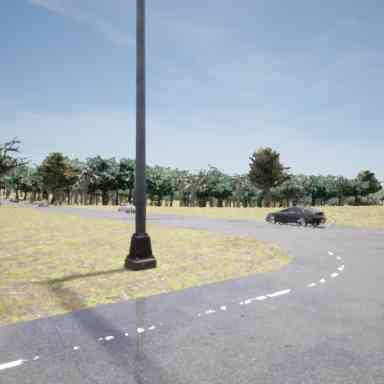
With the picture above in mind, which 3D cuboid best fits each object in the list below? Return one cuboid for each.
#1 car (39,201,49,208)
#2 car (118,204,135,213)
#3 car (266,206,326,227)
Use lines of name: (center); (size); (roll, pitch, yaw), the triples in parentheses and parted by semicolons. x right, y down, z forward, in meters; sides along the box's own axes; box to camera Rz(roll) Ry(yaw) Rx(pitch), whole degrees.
car: (-36.265, 3.072, 81.369); (2.128, 1.511, 4.902); (3, -2, -32)
car: (-9.715, 2.508, 50.864); (1.812, 1.442, 4.674); (3, -3, -36)
car: (8.053, 1.891, 26.159); (1.837, 1.490, 4.892); (3, -3, -36)
